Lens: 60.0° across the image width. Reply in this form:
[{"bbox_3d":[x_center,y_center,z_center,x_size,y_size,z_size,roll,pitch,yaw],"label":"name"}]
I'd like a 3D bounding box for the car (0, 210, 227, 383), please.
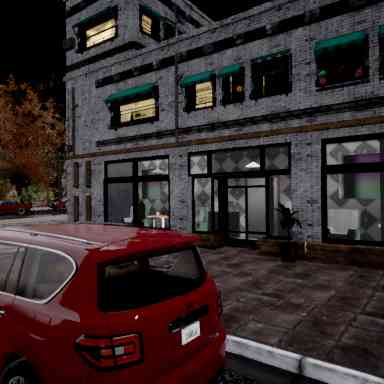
[{"bbox_3d":[-1.951,1.316,4.303,5.009,1.841,2.192,0,-1,36],"label":"car"}]

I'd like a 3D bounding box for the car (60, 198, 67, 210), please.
[{"bbox_3d":[-12.095,1.117,38.030,2.097,1.767,4.553,-1,0,37],"label":"car"}]

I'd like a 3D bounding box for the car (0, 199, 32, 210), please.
[{"bbox_3d":[-17.559,1.459,30.743,1.895,1.301,4.718,-1,0,37],"label":"car"}]

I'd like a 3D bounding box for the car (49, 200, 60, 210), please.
[{"bbox_3d":[-14.820,1.374,39.808,1.994,1.385,4.181,-1,0,37],"label":"car"}]
